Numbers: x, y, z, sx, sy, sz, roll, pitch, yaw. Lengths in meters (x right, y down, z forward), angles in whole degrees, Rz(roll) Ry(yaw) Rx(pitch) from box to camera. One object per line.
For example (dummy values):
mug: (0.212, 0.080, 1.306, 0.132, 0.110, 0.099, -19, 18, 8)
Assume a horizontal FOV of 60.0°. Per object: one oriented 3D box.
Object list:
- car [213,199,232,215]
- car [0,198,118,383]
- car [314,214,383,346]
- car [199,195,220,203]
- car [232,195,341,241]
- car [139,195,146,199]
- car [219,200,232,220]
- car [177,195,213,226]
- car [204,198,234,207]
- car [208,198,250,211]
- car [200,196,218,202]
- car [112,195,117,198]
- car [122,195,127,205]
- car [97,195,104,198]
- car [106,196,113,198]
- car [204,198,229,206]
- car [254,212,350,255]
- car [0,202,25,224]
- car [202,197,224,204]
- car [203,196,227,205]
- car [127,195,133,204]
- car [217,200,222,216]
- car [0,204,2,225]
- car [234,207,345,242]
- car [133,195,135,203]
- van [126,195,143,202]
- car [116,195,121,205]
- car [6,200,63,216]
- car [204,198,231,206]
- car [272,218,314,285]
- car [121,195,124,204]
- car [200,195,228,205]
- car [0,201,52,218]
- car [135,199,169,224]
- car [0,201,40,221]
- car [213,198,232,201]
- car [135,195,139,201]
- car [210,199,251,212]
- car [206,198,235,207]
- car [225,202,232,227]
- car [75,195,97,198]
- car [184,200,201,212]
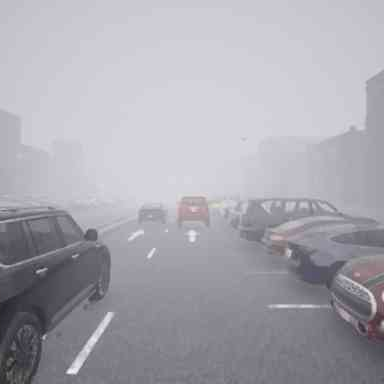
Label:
car: (4.620, 1.588, 30.099, 4.792, 1.488, 2.163, 0, 0, 0)
car: (-2.900, 1.226, 5.181, 2.150, 2.045, 5.566, 0, 0, 0)
car: (4.673, 1.360, 5.284, 4.553, 1.767, 2.185, 0, 0, 0)
car: (4.597, 1.767, 88.009, 5.566, 2.045, 2.435, 0, 0, 0)
car: (4.672, 1.250, 13.556, 5.566, 2.045, 2.435, 0, 0, 0)
car: (-15.658, 1.991, 89.156, 4.892, 1.521, 2.231, 0, 0, 0)
car: (4.676, 1.564, 24.584, 4.792, 1.488, 2.163, 0, 0, 0)
car: (0.107, 1.274, 24.024, 2.150, 2.045, 5.566, 0, 0, 0)
car: (4.613, 1.754, 57.674, 5.008, 1.535, 2.097, 0, -1, 0)
car: (4.827, 1.637, 43.890, 5.366, 1.575, 1.946, 0, 0, 0)
car: (4.595, 1.911, 90.644, 4.553, 1.767, 2.185, 0, 0, 0)
car: (-15.638, 1.759, 55.811, 4.792, 1.488, 2.163, 0, 0, 0)
car: (-15.654, 1.796, 64.024, 5.008, 1.535, 2.097, 0, 0, 0)
car: (-15.714, 1.416, 47.475, 5.566, 2.045, 2.435, 0, 0, 0)
car: (-15.645, 1.737, 53.033, 4.792, 1.488, 2.163, 0, 0, 0)
car: (4.607, 1.848, 63.318, 4.674, 1.452, 2.002, 0, -1, 0)
car: (4.640, 1.535, 10.798, 4.674, 1.452, 2.002, 0, 0, 0)
car: (-15.729, 1.544, 25.242, 5.008, 1.535, 2.097, 0, 0, 0)
car: (4.562, 1.939, 74.219, 4.792, 1.488, 2.163, 0, 0, 0)
car: (4.574, 1.708, 65.947, 4.553, 1.767, 2.185, 0, -1, 0)
car: (-15.652, 1.842, 69.699, 5.008, 1.535, 2.097, 0, 0, 0)
car: (4.646, 1.586, 27.378, 4.674, 1.452, 2.002, 0, 0, 0)
car: (-15.770, 1.561, 22.338, 4.792, 1.488, 2.163, 0, 0, 0)
car: (4.615, 1.537, 16.314, 4.792, 1.488, 2.163, 0, 0, 0)
car: (-15.643, 1.865, 72.479, 4.892, 1.521, 2.231, 0, 0, 0)
van: (-15.783, 1.784, 91.937, 4.442, 1.987, 1.878, 0, 0, 0)
car: (-15.846, 1.749, 58.591, 5.366, 1.575, 1.946, 0, 0, 0)
car: (-15.746, 1.612, 33.454, 4.792, 1.488, 2.163, 0, 0, 0)
car: (4.612, 1.820, 60.430, 4.674, 1.452, 2.002, 0, -1, 0)
car: (4.671, 1.520, 8.041, 4.792, 1.488, 2.163, 0, 0, 0)
car: (-15.684, 1.804, 61.368, 4.792, 1.488, 2.163, 0, 0, 0)
car: (4.572, 1.608, 68.706, 5.566, 2.045, 2.435, 0, -1, 0)
car: (-15.720, 1.609, 30.675, 4.674, 1.452, 2.002, 0, 0, 0)
car: (-2.893, 1.536, 25.563, 1.882, 1.535, 5.008, 0, 0, 0)
car: (-15.735, 1.557, 28.022, 4.892, 1.521, 2.231, 0, 0, 0)
car: (4.620, 1.602, 32.855, 4.792, 1.488, 2.163, 0, 0, 0)
car: (-15.623, 1.635, 75.260, 5.566, 2.045, 2.435, 0, 0, 0)
car: (4.675, 1.652, 41.132, 4.792, 1.488, 2.163, 0, 0, 0)
car: (4.626, 1.769, 54.916, 4.674, 1.452, 2.002, 0, -1, 0)
car: (4.640, 1.515, 19.070, 5.008, 1.535, 2.097, 0, 0, 0)
car: (-15.724, 1.523, 44.661, 4.553, 1.767, 2.185, 0, 0, 0)
car: (0.104, 1.709, 41.552, 1.994, 1.385, 4.181, 0, 0, 0)
